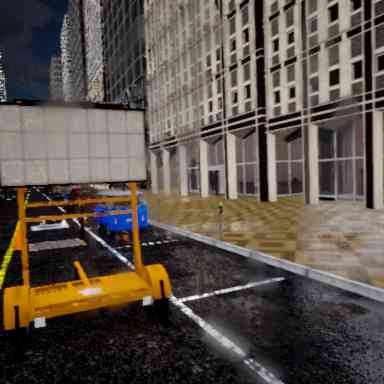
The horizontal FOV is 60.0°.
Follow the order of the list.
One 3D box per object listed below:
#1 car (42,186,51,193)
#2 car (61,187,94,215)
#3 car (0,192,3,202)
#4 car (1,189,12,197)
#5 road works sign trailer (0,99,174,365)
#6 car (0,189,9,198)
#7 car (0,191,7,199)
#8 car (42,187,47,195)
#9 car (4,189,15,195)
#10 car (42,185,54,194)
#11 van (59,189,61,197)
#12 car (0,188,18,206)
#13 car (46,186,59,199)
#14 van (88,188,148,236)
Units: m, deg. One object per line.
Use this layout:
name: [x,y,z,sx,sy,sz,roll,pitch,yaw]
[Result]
car: [-37.839,-0.632,86.406,1.967,1.590,4.097,-4,3,-26]
car: [-8.209,0.581,24.987,2.192,1.841,5.009,-4,3,-26]
car: [-28.084,0.743,46.959,2.008,1.369,4.403,-4,3,-26]
car: [-40.360,0.163,72.394,1.752,1.417,4.829,-4,3,-26]
road works sign trailer: [-1.943,0.276,5.801,2.380,3.560,2.880,-4,3,-25]
car: [-35.499,0.298,62.307,1.967,1.590,4.097,-4,3,-26]
car: [-33.022,0.551,57.196,1.802,1.307,4.206,-4,3,-26]
car: [-30.436,-0.421,71.047,2.192,1.841,5.009,-4,3,-26]
car: [-45.372,-0.024,82.784,1.947,1.339,4.313,-4,3,-26]
car: [-32.906,-0.533,76.165,2.192,1.841,5.009,-4,3,-26]
van: [-10.677,0.496,30.106,1.690,1.788,3.998,-4,3,-26]
car: [-21.699,0.447,39.731,2.150,2.045,5.566,-4,2,-25]
car: [-20.545,0.260,50.586,2.008,1.369,4.403,-4,3,-26]
van: [-3.268,0.830,14.752,1.690,1.788,3.998,-4,3,-26]
